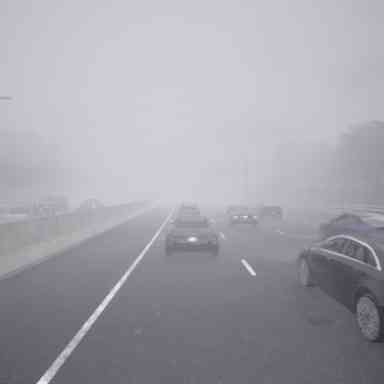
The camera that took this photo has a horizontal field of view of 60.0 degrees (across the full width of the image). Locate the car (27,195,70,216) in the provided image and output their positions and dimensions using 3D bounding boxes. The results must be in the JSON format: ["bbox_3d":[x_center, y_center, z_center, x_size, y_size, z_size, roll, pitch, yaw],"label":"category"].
[{"bbox_3d":[-14.647,1.353,34.860,2.150,2.045,5.566,0,0,-2],"label":"car"}]

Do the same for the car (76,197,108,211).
[{"bbox_3d":[-11.207,1.494,36.864,2.097,1.767,4.553,0,0,-2],"label":"car"}]

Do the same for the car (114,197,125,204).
[{"bbox_3d":[-16.496,1.917,75.780,1.812,1.442,4.674,0,-1,-4],"label":"car"}]

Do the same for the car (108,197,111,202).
[{"bbox_3d":[-20.135,1.821,77.773,1.882,1.535,5.008,0,-1,-4],"label":"car"}]

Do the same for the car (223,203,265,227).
[{"bbox_3d":[3.330,1.629,23.453,2.033,1.411,5.357,0,0,-1],"label":"car"}]

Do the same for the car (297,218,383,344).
[{"bbox_3d":[3.541,1.504,6.410,2.128,1.511,4.902,0,0,0],"label":"car"}]

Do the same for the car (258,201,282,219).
[{"bbox_3d":[6.684,1.586,30.120,1.882,1.535,5.008,0,0,-1],"label":"car"}]

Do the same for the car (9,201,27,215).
[{"bbox_3d":[-18.194,1.706,36.406,1.994,1.385,4.181,0,0,-2],"label":"car"}]

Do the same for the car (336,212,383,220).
[{"bbox_3d":[6.991,1.566,13.984,1.812,1.442,4.674,0,0,-1],"label":"car"}]

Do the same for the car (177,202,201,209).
[{"bbox_3d":[-0.280,1.595,28.509,2.128,1.511,4.902,0,0,-1],"label":"car"}]

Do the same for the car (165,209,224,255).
[{"bbox_3d":[-0.005,1.605,13.432,1.994,1.385,4.181,0,0,-1],"label":"car"}]
